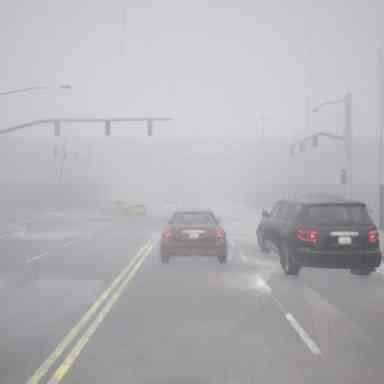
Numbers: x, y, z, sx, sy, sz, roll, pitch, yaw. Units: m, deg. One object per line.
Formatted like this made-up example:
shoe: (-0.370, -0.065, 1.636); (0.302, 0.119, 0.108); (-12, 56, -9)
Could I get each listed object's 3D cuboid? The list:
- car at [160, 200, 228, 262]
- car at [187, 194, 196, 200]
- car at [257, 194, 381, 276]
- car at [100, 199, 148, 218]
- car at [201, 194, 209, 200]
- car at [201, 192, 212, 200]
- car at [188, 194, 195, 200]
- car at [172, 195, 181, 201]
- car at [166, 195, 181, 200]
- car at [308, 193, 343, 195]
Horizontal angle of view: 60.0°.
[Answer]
car: (0.061, 1.329, 12.124); (2.097, 1.767, 4.553); (0, 0, 0)
car: (-0.098, 1.202, 77.839); (2.097, 1.767, 4.553); (0, 0, 0)
car: (3.555, 1.202, 10.385); (2.150, 2.045, 5.566); (0, 0, 0)
car: (-6.077, 1.397, 29.231); (5.008, 1.535, 1.882); (0, -1, 38)
car: (3.390, 1.355, 87.866); (1.812, 1.442, 4.674); (0, 0, 0)
car: (3.403, 1.058, 77.166); (2.150, 2.045, 5.566); (0, 0, 0)
car: (-0.110, 1.308, 87.861); (1.882, 1.535, 5.008); (0, 0, 0)
car: (-3.595, 1.378, 76.037); (1.812, 1.442, 4.674); (0, 0, 0)
car: (-3.613, 1.485, 60.472); (1.895, 1.301, 4.718); (0, 0, 1)
car: (10.429, 1.119, 24.765); (5.566, 2.045, 2.150); (0, -1, -9)
